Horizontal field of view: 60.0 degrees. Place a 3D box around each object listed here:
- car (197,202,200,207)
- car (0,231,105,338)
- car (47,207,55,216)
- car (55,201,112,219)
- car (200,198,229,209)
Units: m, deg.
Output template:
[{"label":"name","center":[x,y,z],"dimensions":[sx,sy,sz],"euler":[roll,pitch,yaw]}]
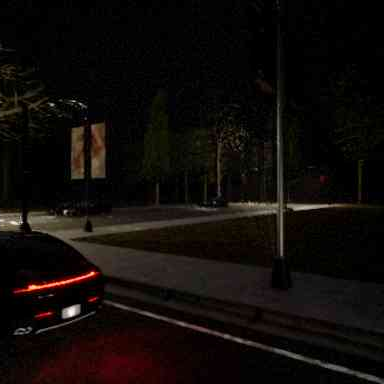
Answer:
[{"label":"car","center":[2.949,1.855,55.287],"dimensions":[2.033,1.411,5.357],"euler":[0,-1,36]},{"label":"car","center":[-3.724,1.512,6.330],"dimensions":[4.892,1.490,1.837],"euler":[0,0,36]},{"label":"car","center":[-12.365,1.705,33.525],"dimensions":[1.994,1.385,4.181],"euler":[0,0,35]},{"label":"car","center":[-9.848,1.631,31.449],"dimensions":[2.128,1.511,4.902],"euler":[0,0,35]},{"label":"car","center":[3.735,1.632,50.786],"dimensions":[2.097,1.767,4.553],"euler":[0,0,35]}]
